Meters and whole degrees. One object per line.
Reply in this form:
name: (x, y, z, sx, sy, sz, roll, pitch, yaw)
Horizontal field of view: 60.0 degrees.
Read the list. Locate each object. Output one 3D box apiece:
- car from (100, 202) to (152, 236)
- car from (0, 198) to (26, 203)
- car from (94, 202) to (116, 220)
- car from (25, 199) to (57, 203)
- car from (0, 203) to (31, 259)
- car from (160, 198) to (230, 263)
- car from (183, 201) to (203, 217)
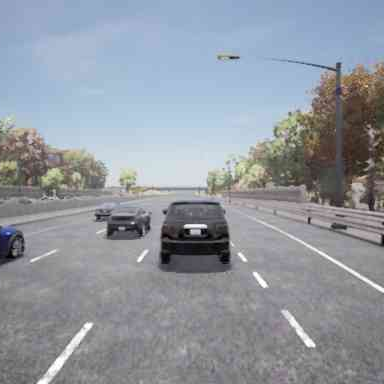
car: (-3.398, 1.527, 18.546, 1.837, 1.490, 4.892, 0, 0, 0)
car: (-21.082, 1.538, 39.869, 1.882, 1.535, 5.008, 0, 0, 0)
car: (-6.897, 1.586, 28.796, 2.033, 1.411, 5.357, 0, 0, 0)
car: (-17.583, 1.609, 40.302, 2.033, 1.411, 5.357, 0, 0, 0)
car: (-6.900, 1.362, 9.781, 2.097, 1.767, 4.553, 0, 0, 0)
car: (0.099, 1.234, 12.146, 2.150, 2.045, 5.566, 0, 0, 0)
car: (0.104, 1.648, 33.015, 1.895, 1.301, 4.718, 0, 0, 0)
